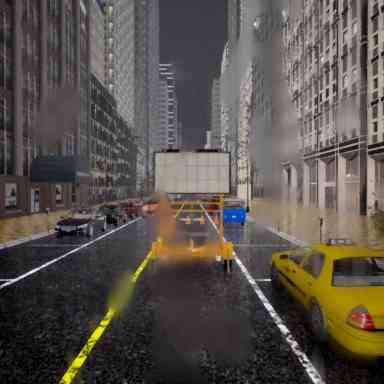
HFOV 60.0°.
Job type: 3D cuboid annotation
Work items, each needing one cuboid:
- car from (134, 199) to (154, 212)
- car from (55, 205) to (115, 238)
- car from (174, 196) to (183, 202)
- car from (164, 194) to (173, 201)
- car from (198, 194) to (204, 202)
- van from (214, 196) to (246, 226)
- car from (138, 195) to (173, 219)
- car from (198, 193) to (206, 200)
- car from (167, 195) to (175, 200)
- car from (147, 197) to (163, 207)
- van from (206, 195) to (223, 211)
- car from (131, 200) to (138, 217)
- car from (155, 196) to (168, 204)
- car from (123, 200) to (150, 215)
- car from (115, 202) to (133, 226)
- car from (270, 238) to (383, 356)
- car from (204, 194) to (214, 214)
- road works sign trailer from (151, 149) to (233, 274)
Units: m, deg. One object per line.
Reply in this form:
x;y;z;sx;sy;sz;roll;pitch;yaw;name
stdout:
-5.691;1.572;40.206;1.802;1.307;4.206;-1;0;0;car
-5.695;1.547;17.471;2.008;1.369;4.403;-1;0;0;car
-2.988;1.544;75.554;1.994;1.385;4.181;0;0;0;car
-5.686;1.419;79.991;1.967;1.590;4.097;-1;0;0;car
2.693;1.535;62.938;2.008;1.369;4.403;-1;0;0;car
2.685;1.336;23.153;1.690;1.788;3.998;-1;0;0;van
-3.096;1.345;29.032;2.097;1.767;4.553;0;0;0;car
2.695;1.290;91.357;2.192;1.841;5.009;-1;0;0;car
-5.683;1.501;91.189;1.752;1.417;4.829;-1;0;0;car
-5.690;1.538;51.573;2.008;1.369;4.403;-1;0;0;car
2.687;1.332;40.204;1.690;1.788;3.998;-1;0;0;van
-5.693;1.538;28.838;1.887;1.381;4.507;-1;0;0;car
-5.687;1.535;62.940;2.008;1.369;4.403;-1;0;0;car
-5.693;1.543;34.522;2.008;1.369;4.403;-1;0;0;car
-5.694;1.560;23.155;1.947;1.339;4.313;-1;0;0;car
2.684;1.524;6.272;1.752;1.417;4.829;-1;0;0;car
2.686;1.307;34.520;2.192;1.841;5.009;-1;0;0;car
0.003;0.462;10.502;2.380;3.560;2.880;0;0;0;road works sign trailer
